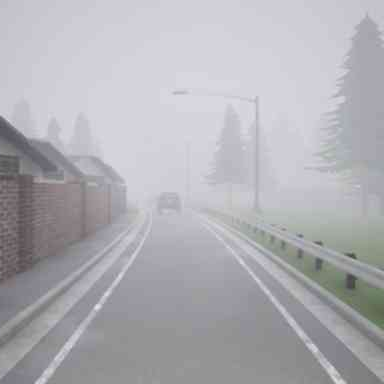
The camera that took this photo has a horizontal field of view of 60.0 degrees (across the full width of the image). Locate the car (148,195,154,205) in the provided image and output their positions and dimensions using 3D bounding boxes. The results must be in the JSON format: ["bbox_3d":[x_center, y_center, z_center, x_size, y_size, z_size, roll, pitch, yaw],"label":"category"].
[{"bbox_3d":[-5.754,1.225,51.083,2.128,1.511,4.902,0,0,-12],"label":"car"}]

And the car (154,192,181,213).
[{"bbox_3d":[-2.440,1.043,34.115,2.150,2.045,5.566,0,0,-9],"label":"car"}]
